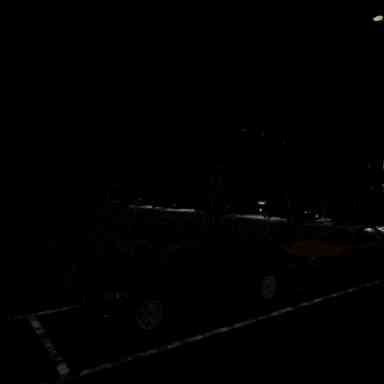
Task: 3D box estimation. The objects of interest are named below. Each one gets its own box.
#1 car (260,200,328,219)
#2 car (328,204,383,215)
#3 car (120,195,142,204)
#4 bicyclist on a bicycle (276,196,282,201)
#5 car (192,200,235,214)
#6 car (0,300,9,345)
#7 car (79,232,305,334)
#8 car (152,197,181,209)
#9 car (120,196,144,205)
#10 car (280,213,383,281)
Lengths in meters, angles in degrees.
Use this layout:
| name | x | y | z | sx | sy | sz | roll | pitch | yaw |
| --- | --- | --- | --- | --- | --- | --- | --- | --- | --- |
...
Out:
| name | x | y | z | sx | sy | sz | roll | pitch | yaw |
| --- | --- | --- | --- | --- | --- | --- | --- | --- | --- |
| car | 7.399 | 1.421 | 25.442 | 2.128 | 1.511 | 4.902 | 1 | 0 | -35 |
| car | 12.289 | 1.557 | 24.025 | 2.033 | 1.411 | 5.357 | 1 | 0 | -35 |
| car | -10.303 | 1.255 | 56.180 | 1.895 | 1.301 | 4.718 | 1 | 0 | -35 |
| bicyclist on a bicycle | 8.903 | 1.262 | 34.156 | 1.656 | 1.620 | 0.582 | 1 | 0 | -35 |
| car | 2.070 | 1.447 | 33.025 | 1.895 | 1.301 | 4.718 | 1 | 0 | -35 |
| car | -4.673 | 1.517 | 3.426 | 4.829 | 1.417 | 1.752 | 0 | 0 | -35 |
| car | 0.047 | 1.561 | 6.786 | 4.507 | 1.381 | 1.887 | 0 | 0 | -35 |
| car | -3.141 | 1.328 | 40.457 | 1.994 | 1.385 | 4.181 | 1 | 0 | -35 |
| car | -8.833 | 1.275 | 48.600 | 1.895 | 1.301 | 4.718 | 1 | 0 | -35 |
| car | 4.491 | 1.563 | 9.949 | 4.829 | 1.417 | 1.752 | 0 | 0 | -35 |
